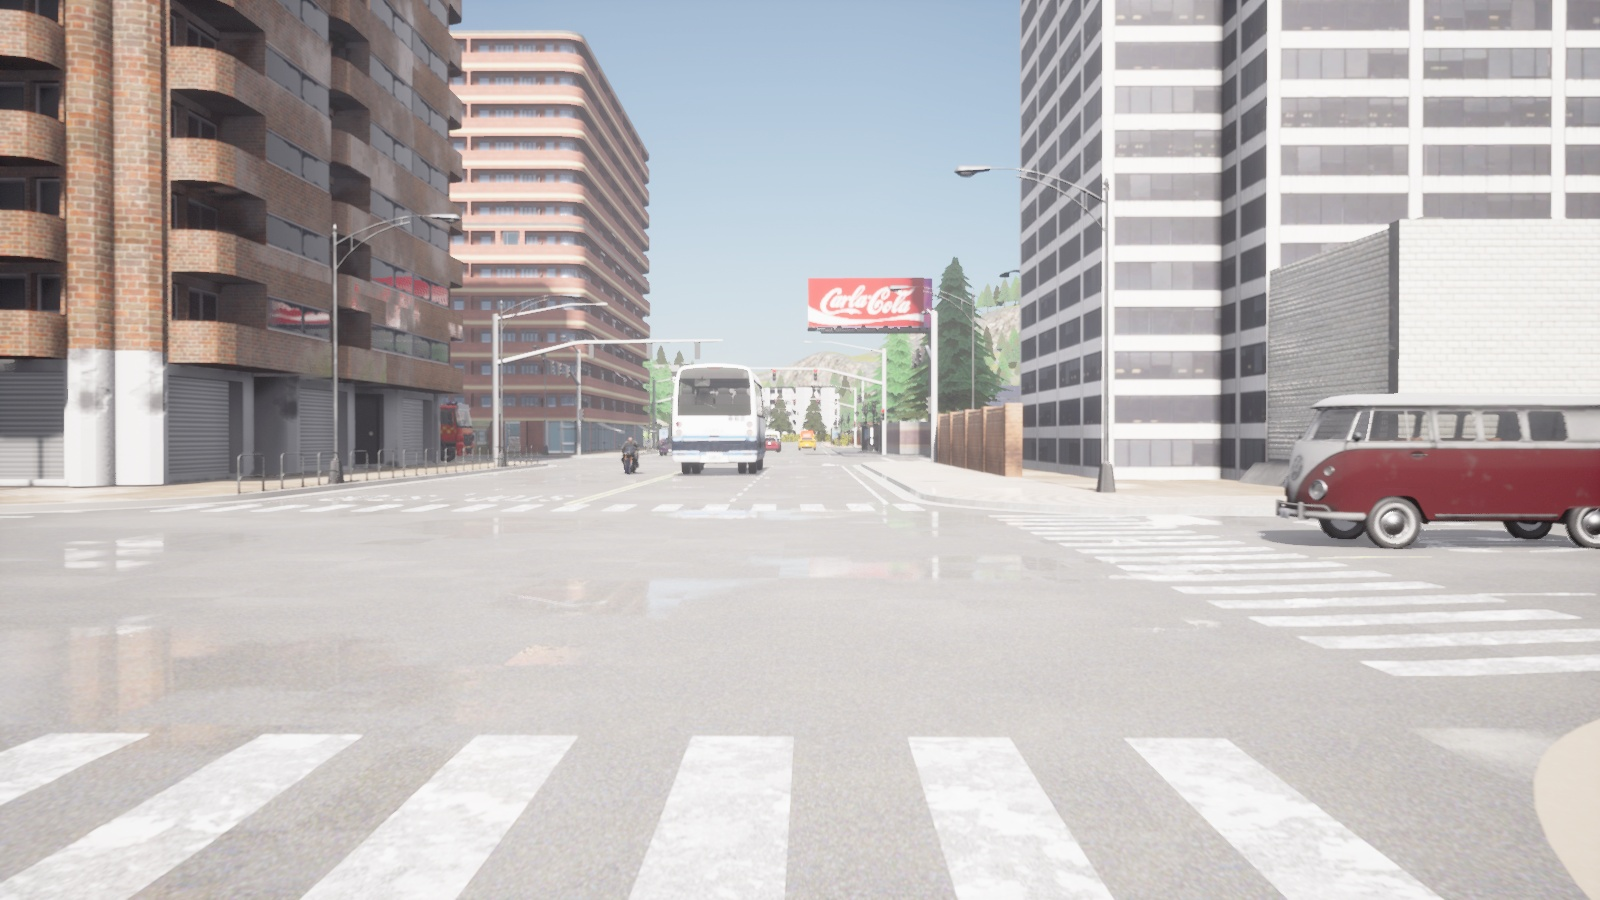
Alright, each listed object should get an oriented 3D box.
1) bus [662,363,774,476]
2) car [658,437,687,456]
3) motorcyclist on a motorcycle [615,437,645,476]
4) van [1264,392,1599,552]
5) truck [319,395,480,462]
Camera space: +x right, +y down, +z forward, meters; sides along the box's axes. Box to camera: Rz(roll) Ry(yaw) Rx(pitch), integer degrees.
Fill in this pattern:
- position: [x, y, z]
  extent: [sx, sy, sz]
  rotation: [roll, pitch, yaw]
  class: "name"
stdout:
- position: [-3.193, -1.203, 52.559]
  extent: [3.944, 4.253, 10.273]
  rotation: [0, 1, 0]
  class: "bus"
- position: [-9.942, -0.312, 98.127]
  extent: [1.816, 1.474, 4.193]
  rotation: [0, 1, 0]
  class: "car"
- position: [-6.711, 0.238, 49.622]
  extent: [0.866, 1.530, 2.191]
  rotation: [0, 1, 0]
  class: "motorcyclist on a motorcycle"
- position: [8.677, 0.271, 16.566]
  extent: [4.442, 1.987, 1.775]
  rotation: [0, 1, 0]
  class: "van"
- position: [-23.301, -1.232, 73.330]
  extent: [8.468, 3.827, 2.891]
  rotation: [0, 1, 1]
  class: "truck"
